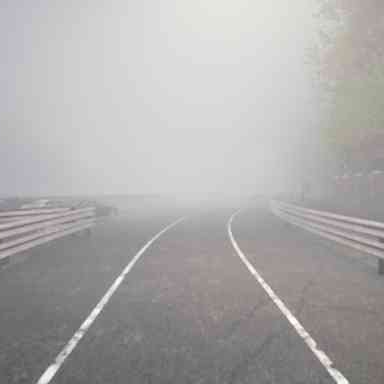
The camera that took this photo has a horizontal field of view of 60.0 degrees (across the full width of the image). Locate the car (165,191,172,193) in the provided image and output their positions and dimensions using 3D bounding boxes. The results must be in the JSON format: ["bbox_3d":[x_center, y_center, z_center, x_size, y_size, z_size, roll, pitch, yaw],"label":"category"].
[{"bbox_3d":[-5.610,0.500,82.106,2.097,1.767,4.553,0,1,26],"label":"car"}]

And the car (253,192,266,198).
[{"bbox_3d":[15.831,0.657,78.121,1.895,1.301,4.718,0,1,26],"label":"car"}]

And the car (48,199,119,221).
[{"bbox_3d":[-7.132,1.238,23.224,2.128,1.511,4.902,1,1,26],"label":"car"}]

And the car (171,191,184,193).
[{"bbox_3d":[-2.481,0.694,80.537,1.994,1.385,4.181,0,1,26],"label":"car"}]

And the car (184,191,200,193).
[{"bbox_3d":[0.659,0.617,78.992,1.882,1.535,5.008,0,1,26],"label":"car"}]

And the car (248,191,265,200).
[{"bbox_3d":[11.780,0.733,61.949,2.128,1.511,4.902,0,1,26],"label":"car"}]

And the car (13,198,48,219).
[{"bbox_3d":[-10.350,1.251,24.621,1.812,1.442,4.674,0,1,26],"label":"car"}]

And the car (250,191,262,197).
[{"bbox_3d":[17.048,0.478,88.532,1.812,1.442,4.674,0,1,26],"label":"car"}]

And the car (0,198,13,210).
[{"bbox_3d":[-13.543,1.236,26.061,1.837,1.490,4.892,0,1,26],"label":"car"}]
